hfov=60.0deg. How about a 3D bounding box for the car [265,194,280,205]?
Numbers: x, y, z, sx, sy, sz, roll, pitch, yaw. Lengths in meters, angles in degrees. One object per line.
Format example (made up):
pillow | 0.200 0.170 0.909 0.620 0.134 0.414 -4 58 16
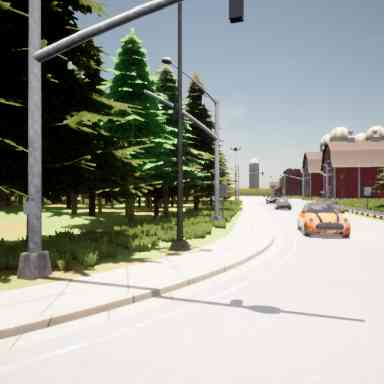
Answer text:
car | 13.875 1.514 58.242 1.895 1.301 4.718 0 0 8

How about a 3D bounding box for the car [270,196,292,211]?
car | 11.200 1.547 41.181 2.033 1.411 5.357 0 0 9

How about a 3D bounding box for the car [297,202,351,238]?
car | 6.955 1.352 17.902 2.097 1.767 4.553 0 0 11
